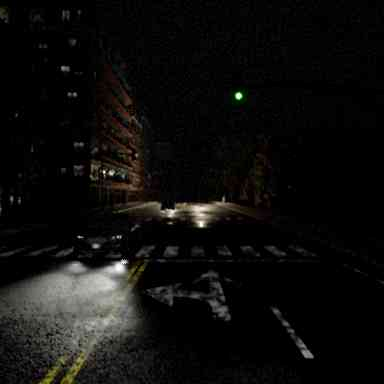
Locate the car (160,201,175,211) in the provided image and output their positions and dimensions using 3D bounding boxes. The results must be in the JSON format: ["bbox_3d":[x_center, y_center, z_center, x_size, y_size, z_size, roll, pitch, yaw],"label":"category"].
[{"bbox_3d":[-3.298,1.898,46.459,2.033,1.411,5.357,0,0,0],"label":"car"}]

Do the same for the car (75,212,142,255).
[{"bbox_3d":[-3.270,1.613,13.779,2.128,1.511,4.902,0,-1,0],"label":"car"}]
